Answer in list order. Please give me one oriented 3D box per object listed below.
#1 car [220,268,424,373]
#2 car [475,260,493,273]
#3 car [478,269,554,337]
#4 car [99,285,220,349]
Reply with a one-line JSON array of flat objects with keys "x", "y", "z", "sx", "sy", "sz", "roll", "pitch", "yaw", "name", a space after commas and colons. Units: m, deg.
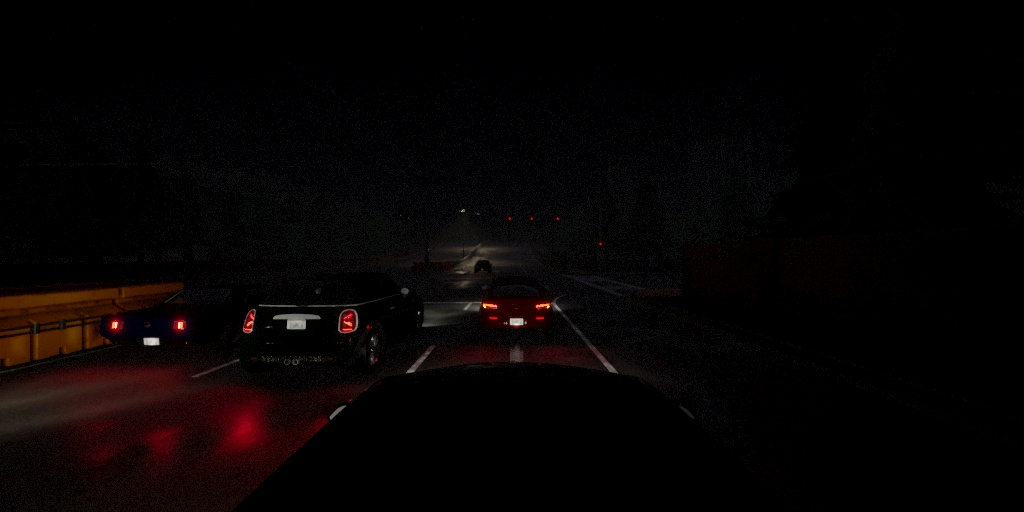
[{"x": -3.398, "y": 1.102, "z": 7.775, "sx": 2.097, "sy": 1.767, "sz": 4.553, "roll": 0, "pitch": 0, "yaw": 0, "name": "car"}, {"x": -3.398, "y": 1.254, "z": 43.100, "sx": 1.837, "sy": 1.490, "sz": 4.892, "roll": 0, "pitch": 0, "yaw": 0, "name": "car"}, {"x": 0.100, "y": 1.276, "z": 10.164, "sx": 1.812, "sy": 1.442, "sz": 4.674, "roll": 0, "pitch": 0, "yaw": 0, "name": "car"}, {"x": -6.900, "y": 1.351, "z": 9.090, "sx": 1.895, "sy": 1.301, "sz": 4.718, "roll": 0, "pitch": 0, "yaw": 0, "name": "car"}]
